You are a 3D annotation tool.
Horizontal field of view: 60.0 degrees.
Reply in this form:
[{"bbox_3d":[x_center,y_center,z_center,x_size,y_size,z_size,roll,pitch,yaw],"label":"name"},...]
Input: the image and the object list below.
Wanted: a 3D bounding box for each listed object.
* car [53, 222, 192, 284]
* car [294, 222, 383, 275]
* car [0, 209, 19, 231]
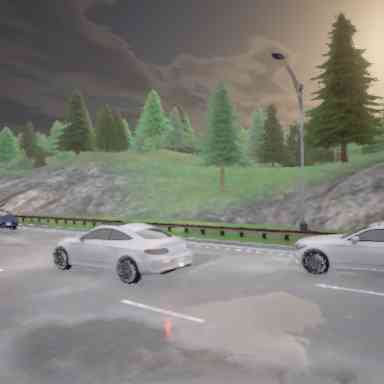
[{"bbox_3d":[-2.152,1.623,9.830,4.674,1.442,1.812,-1,0,36],"label":"car"},{"bbox_3d":[5.151,1.536,8.919,4.674,1.442,1.812,-1,0,36],"label":"car"},{"bbox_3d":[-13.288,1.836,21.953,4.674,1.442,1.812,-1,-1,34],"label":"car"}]
